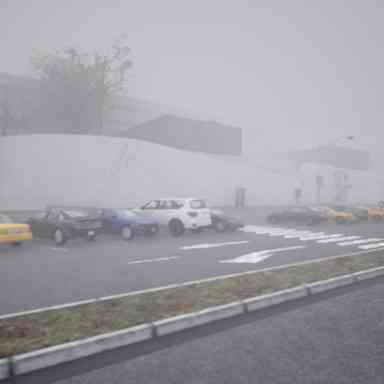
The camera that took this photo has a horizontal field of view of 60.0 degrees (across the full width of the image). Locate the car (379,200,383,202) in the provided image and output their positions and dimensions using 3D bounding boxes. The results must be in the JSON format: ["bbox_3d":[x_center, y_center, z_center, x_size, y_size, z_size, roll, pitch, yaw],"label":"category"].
[{"bbox_3d":[20.399,1.921,34.806,4.553,1.767,2.185,-1,-1,35],"label":"car"}]

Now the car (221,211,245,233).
[{"bbox_3d":[0.937,1.655,20.996,4.892,1.521,2.231,-1,-2,34],"label":"car"}]

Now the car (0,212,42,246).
[{"bbox_3d":[-8.932,1.502,14.171,5.366,1.575,1.946,-1,-1,35],"label":"car"}]

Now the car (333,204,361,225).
[{"bbox_3d":[10.809,1.834,27.799,5.366,1.575,1.946,0,-2,35],"label":"car"}]

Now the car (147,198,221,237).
[{"bbox_3d":[-1.516,1.361,19.273,5.566,2.045,2.435,-1,-1,35],"label":"car"}]

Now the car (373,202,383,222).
[{"bbox_3d":[15.669,1.941,31.259,5.366,1.575,1.946,0,-2,35],"label":"car"}]

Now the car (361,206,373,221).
[{"bbox_3d":[13.058,1.922,29.646,4.792,1.488,2.163,0,-1,35],"label":"car"}]

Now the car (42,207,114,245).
[{"bbox_3d":[-6.345,1.540,15.791,4.892,1.521,2.231,-1,-1,35],"label":"car"}]

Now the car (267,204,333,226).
[{"bbox_3d":[8.227,1.829,26.169,4.674,1.452,2.002,-1,-1,35],"label":"car"}]

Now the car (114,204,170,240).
[{"bbox_3d":[-3.920,1.574,17.533,5.008,1.535,2.097,-1,-2,35],"label":"car"}]
